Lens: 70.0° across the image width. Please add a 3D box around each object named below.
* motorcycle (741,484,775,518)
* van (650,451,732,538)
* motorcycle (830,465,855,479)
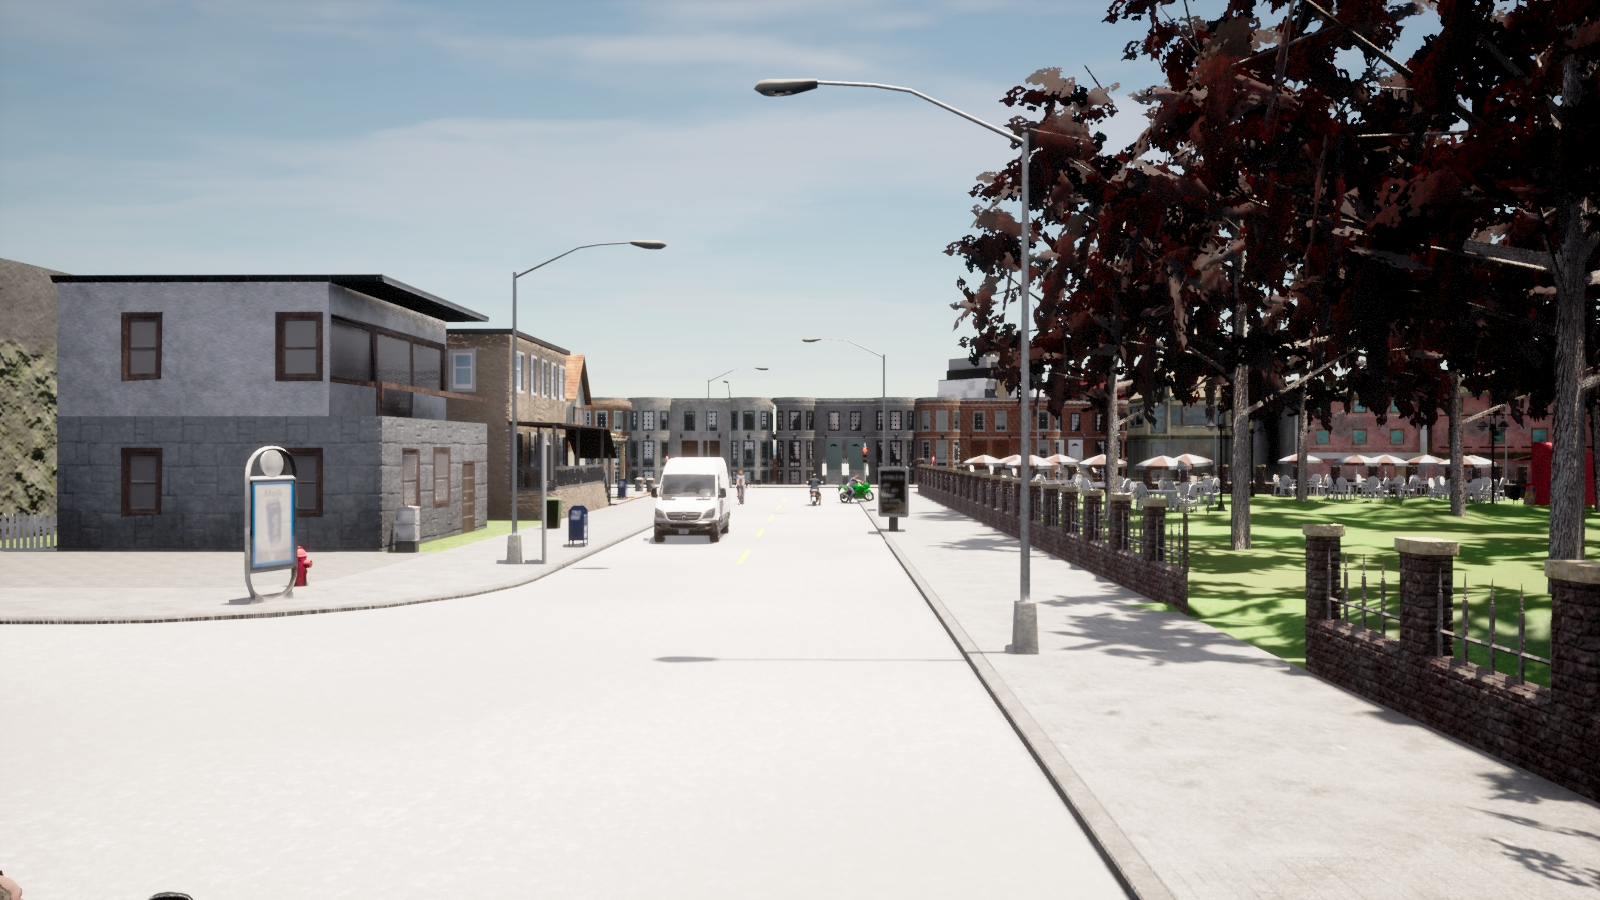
[{"bbox_3d":[-1.677,1.985,45.065,0.867,1.251,2.209,0,0,-15],"label":"motorcycle"},{"bbox_3d":[-3.393,1.314,36.728,1.988,2.561,5.915,0,0,1],"label":"van"},{"bbox_3d":[3.779,1.939,101.151,2.033,1.145,0.803,-5,-2,27],"label":"motorcycle"}]
